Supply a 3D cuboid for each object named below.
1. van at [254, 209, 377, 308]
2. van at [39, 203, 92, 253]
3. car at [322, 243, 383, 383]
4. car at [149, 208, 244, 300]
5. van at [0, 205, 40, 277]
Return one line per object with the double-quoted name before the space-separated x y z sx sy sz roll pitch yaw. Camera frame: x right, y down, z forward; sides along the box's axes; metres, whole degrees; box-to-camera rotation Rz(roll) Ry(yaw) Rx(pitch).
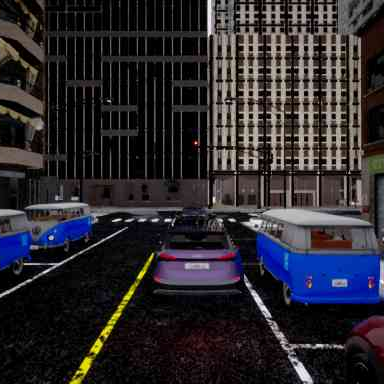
"van" 2.568 1.343 7.625 1.690 1.788 3.998 0 0 0
"van" -5.314 1.346 13.308 1.690 1.788 3.998 0 0 0
"car" 2.569 1.440 1.935 1.967 1.590 4.097 0 0 0
"car" 0.098 1.432 8.381 2.033 1.649 4.856 0 0 0
"van" -5.312 1.343 7.618 1.690 1.788 3.998 0 0 0
